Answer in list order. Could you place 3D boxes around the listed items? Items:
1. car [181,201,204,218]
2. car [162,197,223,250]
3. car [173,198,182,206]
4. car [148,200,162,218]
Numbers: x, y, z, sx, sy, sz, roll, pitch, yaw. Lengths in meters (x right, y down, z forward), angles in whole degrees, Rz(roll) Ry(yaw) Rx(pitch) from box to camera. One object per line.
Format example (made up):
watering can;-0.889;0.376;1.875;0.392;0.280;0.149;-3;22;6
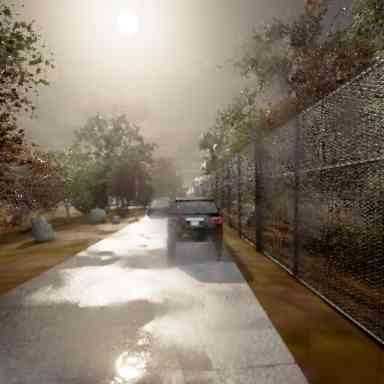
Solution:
car;0.018;1.602;31.309;1.994;1.385;4.181;0;0;0
car;0.094;1.216;14.584;2.150;2.045;5.566;-1;0;0
car;-3.137;2.138;71.921;1.837;1.490;4.892;0;-1;-1
car;-2.926;1.510;30.617;1.882;1.535;5.008;0;0;0
